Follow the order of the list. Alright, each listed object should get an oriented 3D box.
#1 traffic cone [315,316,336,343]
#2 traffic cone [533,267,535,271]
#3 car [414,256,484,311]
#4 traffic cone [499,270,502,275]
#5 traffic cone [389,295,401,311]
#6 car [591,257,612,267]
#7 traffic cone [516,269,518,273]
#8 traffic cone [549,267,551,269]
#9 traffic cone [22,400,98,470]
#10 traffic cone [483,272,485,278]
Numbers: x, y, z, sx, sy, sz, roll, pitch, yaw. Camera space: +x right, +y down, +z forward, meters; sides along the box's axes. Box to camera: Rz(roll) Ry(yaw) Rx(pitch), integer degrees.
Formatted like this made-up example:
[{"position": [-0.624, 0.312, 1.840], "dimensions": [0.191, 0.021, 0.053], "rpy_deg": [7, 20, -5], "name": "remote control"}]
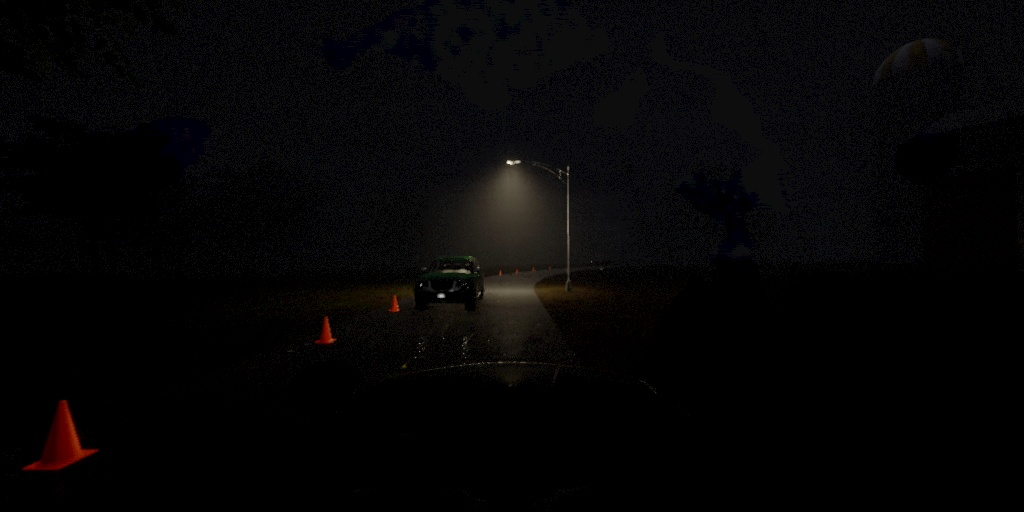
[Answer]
[{"position": [-4.424, 1.736, 8.523], "dimensions": [0.340, 0.580, 0.340], "rpy_deg": [0, 0, 0], "name": "traffic cone"}, {"position": [2.936, 1.744, 48.523], "dimensions": [0.340, 0.580, 0.340], "rpy_deg": [0, 0, 29], "name": "traffic cone"}, {"position": [-2.434, 1.027, 15.163], "dimensions": [2.150, 2.045, 5.566], "rpy_deg": [0, 0, 0], "name": "car"}, {"position": [-1.250, 1.808, 38.983], "dimensions": [0.340, 0.580, 0.340], "rpy_deg": [0, 0, 19], "name": "traffic cone"}, {"position": [-4.424, 1.756, 13.523], "dimensions": [0.340, 0.580, 0.340], "rpy_deg": [0, 0, 0], "name": "traffic cone"}, {"position": [15.574, 0.898, 62.495], "dimensions": [2.097, 1.767, 4.553], "rpy_deg": [0, 1, 41], "name": "car"}, {"position": [0.636, 1.784, 43.844], "dimensions": [0.340, 0.580, 0.340], "rpy_deg": [0, 0, 24], "name": "traffic cone"}, {"position": [5.633, 1.690, 52.984], "dimensions": [0.340, 0.580, 0.340], "rpy_deg": [0, 0, 34], "name": "traffic cone"}, {"position": [-4.424, 1.716, 3.523], "dimensions": [0.340, 0.580, 0.340], "rpy_deg": [0, 0, 0], "name": "traffic cone"}, {"position": [-2.707, 1.818, 33.978], "dimensions": [0.340, 0.580, 0.340], "rpy_deg": [0, 0, 14], "name": "traffic cone"}]
